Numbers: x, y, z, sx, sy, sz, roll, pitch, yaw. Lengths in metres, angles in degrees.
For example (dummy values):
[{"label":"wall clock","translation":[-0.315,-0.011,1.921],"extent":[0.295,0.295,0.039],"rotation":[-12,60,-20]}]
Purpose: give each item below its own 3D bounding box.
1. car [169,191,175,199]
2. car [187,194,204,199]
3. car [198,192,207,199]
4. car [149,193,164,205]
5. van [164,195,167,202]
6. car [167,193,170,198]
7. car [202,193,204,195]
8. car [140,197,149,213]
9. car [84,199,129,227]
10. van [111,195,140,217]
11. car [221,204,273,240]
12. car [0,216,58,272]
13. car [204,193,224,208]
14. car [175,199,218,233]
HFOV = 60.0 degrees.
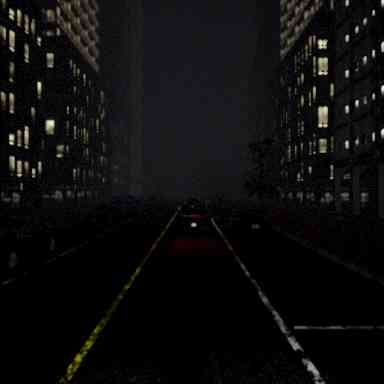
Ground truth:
[{"label":"car","translation":[-5.732,0.978,84.232],"extent":[1.752,1.417,4.829],"rotation":[0,0,0]},{"label":"car","translation":[0.067,1.298,36.413],"extent":[1.812,1.442,4.674],"rotation":[0,0,0]},{"label":"car","translation":[2.649,0.892,84.390],"extent":[1.967,1.590,4.097],"rotation":[0,0,0]},{"label":"car","translation":[-5.714,1.121,50.249],"extent":[1.967,1.590,4.097],"rotation":[0,0,0]},{"label":"van","translation":[-5.716,0.984,55.941],"extent":[1.690,1.788,3.998],"rotation":[0,0,0]},{"label":"car","translation":[-5.720,1.171,61.635],"extent":[1.947,1.339,4.313],"rotation":[0,0,0]},{"label":"car","translation":[2.666,1.263,50.240],"extent":[1.802,1.307,4.206],"rotation":[0,0,0]},{"label":"car","translation":[-5.705,1.375,33.175],"extent":[1.802,1.307,4.206],"rotation":[0,0,0]},{"label":"car","translation":[-5.699,1.410,21.790],"extent":[1.887,1.381,4.507],"rotation":[0,0,0]},{"label":"van","translation":[-5.701,1.170,27.481],"extent":[1.690,1.788,3.998],"rotation":[0,0,0]},{"label":"car","translation":[2.684,1.467,16.090],"extent":[1.947,1.339,4.313],"rotation":[0,0,0]},{"label":"car","translation":[-5.693,1.486,10.406],"extent":[2.008,1.369,4.403],"rotation":[0,0,0]},{"label":"car","translation":[2.673,1.196,38.855],"extent":[1.967,1.590,4.097],"rotation":[0,0,0]},{"label":"car","translation":[0.089,1.376,18.719],"extent":[2.128,1.511,4.902],"rotation":[0,0,0]}]
